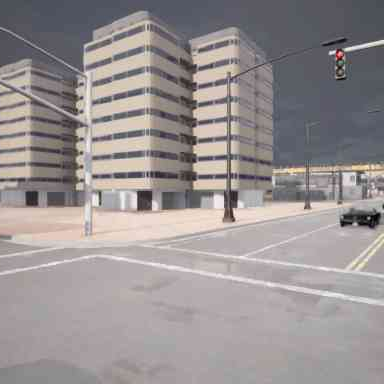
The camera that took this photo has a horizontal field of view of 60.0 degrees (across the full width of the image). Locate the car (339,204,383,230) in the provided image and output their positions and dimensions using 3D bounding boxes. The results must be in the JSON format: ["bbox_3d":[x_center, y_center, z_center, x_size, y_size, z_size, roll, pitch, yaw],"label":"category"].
[{"bbox_3d":[10.956,1.602,21.573,1.895,1.301,4.718,0,0,35],"label":"car"}]
